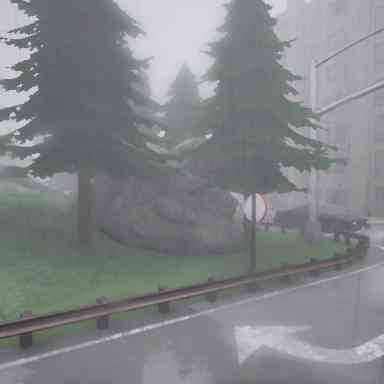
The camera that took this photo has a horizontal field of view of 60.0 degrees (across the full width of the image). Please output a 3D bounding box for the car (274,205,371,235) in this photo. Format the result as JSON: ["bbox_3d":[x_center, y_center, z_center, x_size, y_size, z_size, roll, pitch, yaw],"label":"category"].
[{"bbox_3d":[7.326,1.489,19.382,2.033,1.411,5.357,0,0,-36],"label":"car"}]
